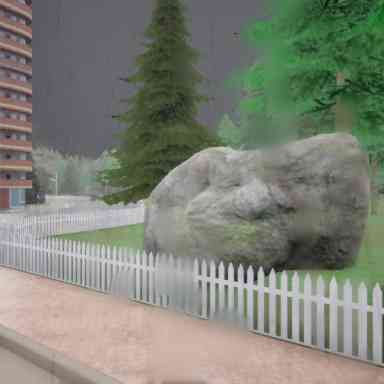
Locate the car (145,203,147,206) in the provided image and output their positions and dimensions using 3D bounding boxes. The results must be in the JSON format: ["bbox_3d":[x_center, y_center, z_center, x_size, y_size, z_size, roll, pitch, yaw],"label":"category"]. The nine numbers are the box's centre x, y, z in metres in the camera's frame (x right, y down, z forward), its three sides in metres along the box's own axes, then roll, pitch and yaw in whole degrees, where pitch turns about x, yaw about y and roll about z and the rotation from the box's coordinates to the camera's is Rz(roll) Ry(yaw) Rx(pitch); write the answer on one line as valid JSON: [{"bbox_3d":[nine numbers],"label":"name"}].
[{"bbox_3d":[-7.113,1.422,55.491,1.882,1.535,5.008,0,0,-17],"label":"car"}]
